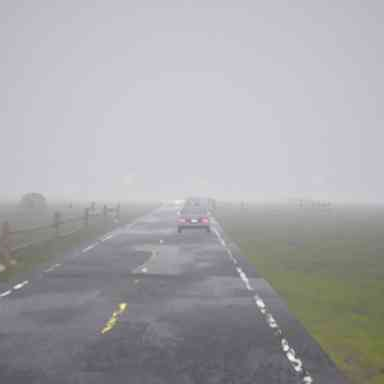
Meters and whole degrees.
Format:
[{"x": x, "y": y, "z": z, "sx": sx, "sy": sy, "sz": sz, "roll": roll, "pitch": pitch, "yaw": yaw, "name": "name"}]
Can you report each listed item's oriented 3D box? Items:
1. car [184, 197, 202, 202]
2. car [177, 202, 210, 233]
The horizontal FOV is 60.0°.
[{"x": 0.091, "y": 1.350, "z": 39.426, "sx": 2.097, "sy": 1.767, "sz": 4.553, "roll": 0, "pitch": 0, "yaw": 0, "name": "car"}, {"x": 0.097, "y": 1.547, "z": 19.802, "sx": 2.033, "sy": 1.411, "sz": 5.357, "roll": 0, "pitch": 0, "yaw": 0, "name": "car"}]
